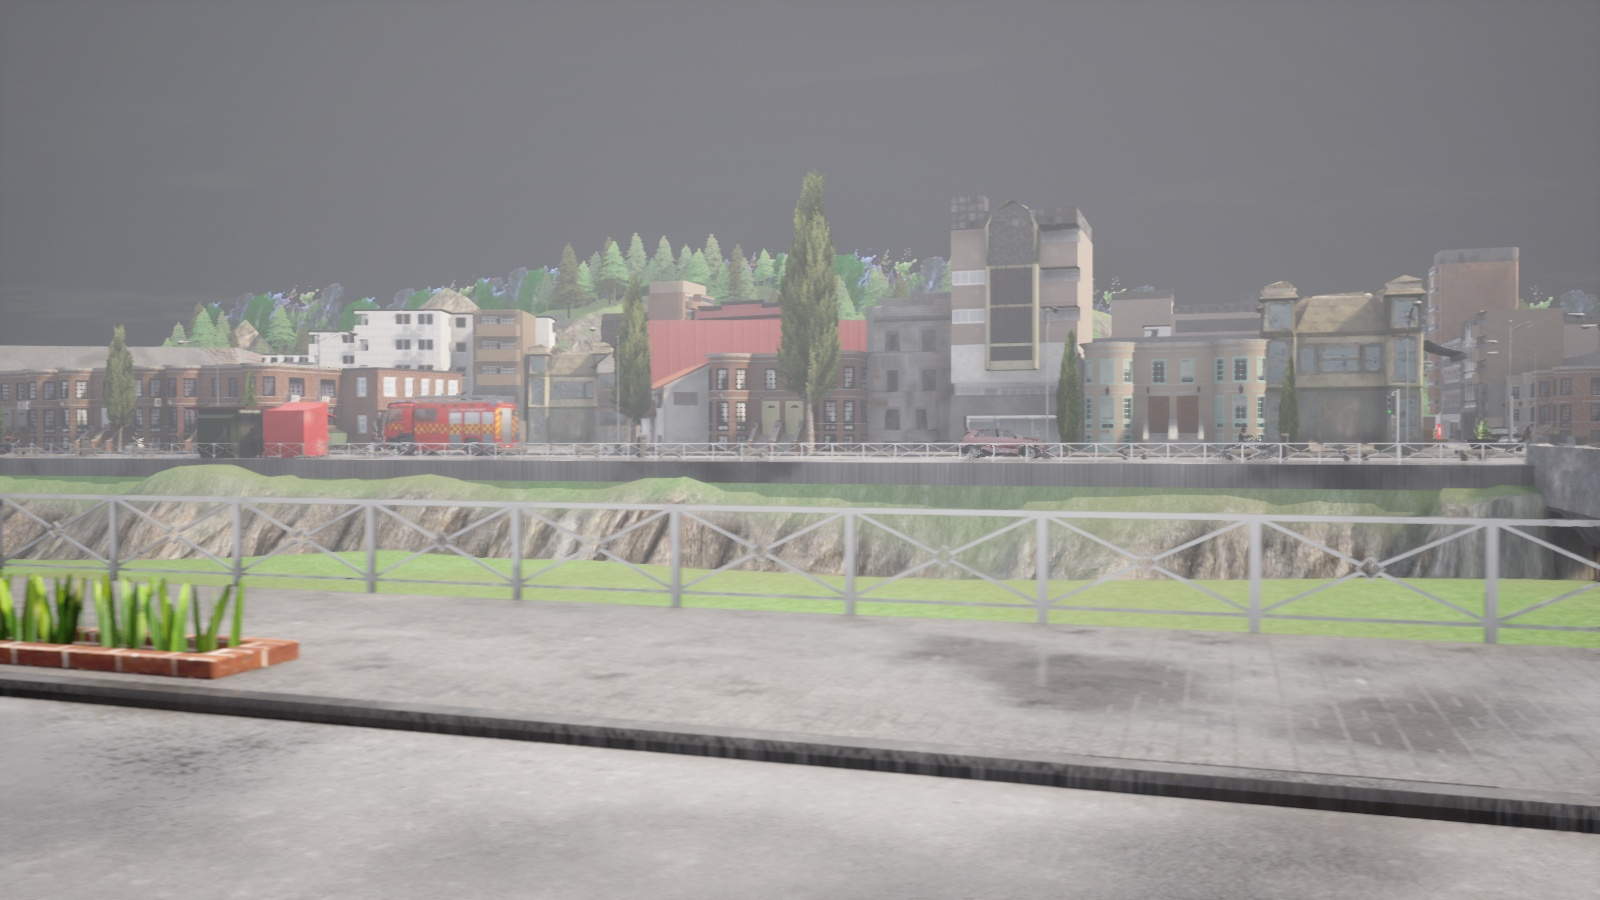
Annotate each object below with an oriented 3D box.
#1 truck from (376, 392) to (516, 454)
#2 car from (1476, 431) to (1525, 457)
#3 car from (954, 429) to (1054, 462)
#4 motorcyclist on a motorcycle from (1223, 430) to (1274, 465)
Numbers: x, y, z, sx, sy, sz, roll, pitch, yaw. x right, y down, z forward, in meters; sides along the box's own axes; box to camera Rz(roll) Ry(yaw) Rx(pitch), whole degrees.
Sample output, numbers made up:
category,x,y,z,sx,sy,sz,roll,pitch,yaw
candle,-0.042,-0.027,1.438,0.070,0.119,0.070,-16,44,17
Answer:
category,x,y,z,sx,sy,sz,roll,pitch,yaw
truck,-22.753,-1.716,80.667,8.468,3.827,2.891,1,1,19
car,47.317,-0.425,84.886,2.033,1.649,4.856,1,1,19
car,10.601,-0.249,65.263,4.856,1.649,2.033,1,1,19
motorcyclist on a motorcycle,21.932,-0.125,61.458,2.350,1.649,0.766,1,1,19
